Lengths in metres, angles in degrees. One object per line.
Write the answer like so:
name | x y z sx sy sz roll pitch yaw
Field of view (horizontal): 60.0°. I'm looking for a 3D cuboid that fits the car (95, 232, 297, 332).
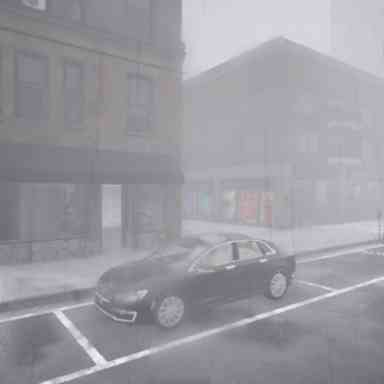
car | 0.286 1.547 6.737 4.403 1.369 2.008 0 0 -36
